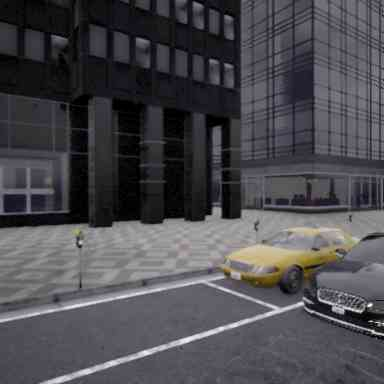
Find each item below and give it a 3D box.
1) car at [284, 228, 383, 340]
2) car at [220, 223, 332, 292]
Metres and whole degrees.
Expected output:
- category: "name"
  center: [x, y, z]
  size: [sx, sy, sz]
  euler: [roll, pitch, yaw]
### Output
- category: "car"
  center: [4.137, 1.503, 6.318]
  size: [4.892, 1.490, 1.837]
  euler: [0, 0, -35]
- category: "car"
  center: [2.931, 1.522, 8.745]
  size: [4.829, 1.417, 1.752]
  euler: [0, 0, -36]
